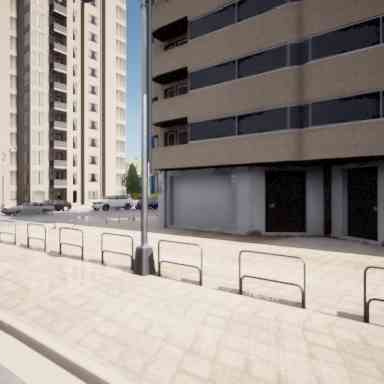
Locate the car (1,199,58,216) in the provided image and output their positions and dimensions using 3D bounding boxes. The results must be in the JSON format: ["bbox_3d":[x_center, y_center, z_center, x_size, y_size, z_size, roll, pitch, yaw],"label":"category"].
[{"bbox_3d":[-16.752,1.712,34.050,1.895,1.301,4.718,0,0,38],"label":"car"}]

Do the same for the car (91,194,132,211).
[{"bbox_3d":[-10.121,1.334,42.376,2.150,2.045,5.566,0,0,39],"label":"car"}]

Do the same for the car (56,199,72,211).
[{"bbox_3d":[-16.803,1.622,39.607,1.837,1.490,4.892,0,0,38],"label":"car"}]

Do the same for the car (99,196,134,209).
[{"bbox_3d":[-10.700,1.471,47.248,2.097,1.767,4.553,0,0,39],"label":"car"}]

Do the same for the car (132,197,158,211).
[{"bbox_3d":[-4.978,1.459,42.938,2.097,1.767,4.553,0,0,38],"label":"car"}]
